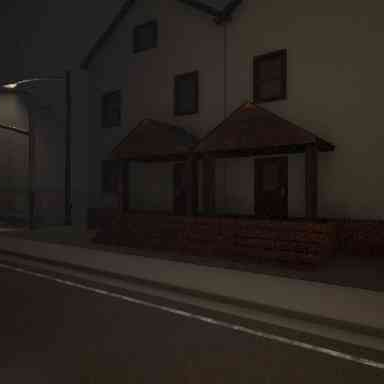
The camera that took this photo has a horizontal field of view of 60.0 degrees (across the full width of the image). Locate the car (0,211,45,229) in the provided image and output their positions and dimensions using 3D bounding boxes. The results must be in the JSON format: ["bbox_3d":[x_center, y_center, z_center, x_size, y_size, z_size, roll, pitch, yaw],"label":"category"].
[{"bbox_3d":[-15.642,2.488,29.676,2.128,1.511,4.902,0,-9,36],"label":"car"}]
